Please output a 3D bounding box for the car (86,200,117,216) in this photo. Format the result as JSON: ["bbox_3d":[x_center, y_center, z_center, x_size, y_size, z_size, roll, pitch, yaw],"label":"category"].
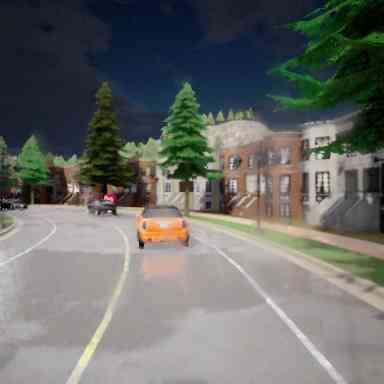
[{"bbox_3d":[-8.930,1.538,32.672,1.837,1.490,4.892,0,0,-33],"label":"car"}]

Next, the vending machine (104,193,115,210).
[{"bbox_3d":[-10.829,1.237,43.717,1.100,2.100,0.880,0,0,-44],"label":"vending machine"}]

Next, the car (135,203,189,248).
[{"bbox_3d":[-1.504,1.361,15.231,2.097,1.767,4.553,0,0,-11],"label":"car"}]

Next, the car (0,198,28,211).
[{"bbox_3d":[-22.585,1.564,41.913,4.902,1.511,2.128,0,0,37],"label":"car"}]
